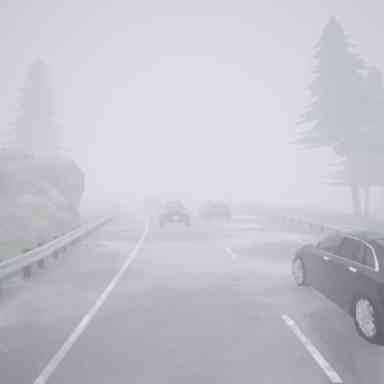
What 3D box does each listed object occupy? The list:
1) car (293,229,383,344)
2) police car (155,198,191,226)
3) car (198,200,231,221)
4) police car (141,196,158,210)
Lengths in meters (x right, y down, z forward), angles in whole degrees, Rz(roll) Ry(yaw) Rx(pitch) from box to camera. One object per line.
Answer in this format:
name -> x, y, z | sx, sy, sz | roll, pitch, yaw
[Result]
car -> 3.436, 1.472, 6.328 | 1.837, 1.490, 4.892 | 0, 0, -1
police car -> -1.307, 1.411, 22.755 | 2.038, 1.542, 4.974 | 0, 0, -7
car -> 1.722, 1.378, 26.296 | 2.128, 1.511, 4.902 | 0, 0, -8
police car -> -5.036, 1.262, 40.665 | 1.930, 1.638, 5.238 | 0, 0, -15
